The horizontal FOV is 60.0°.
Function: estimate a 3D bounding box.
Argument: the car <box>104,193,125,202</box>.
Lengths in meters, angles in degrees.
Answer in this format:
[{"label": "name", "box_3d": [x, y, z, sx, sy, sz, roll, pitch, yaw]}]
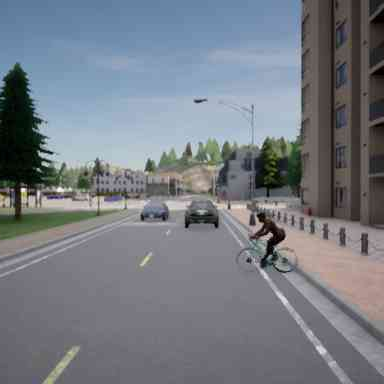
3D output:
[{"label": "car", "box_3d": [-15.667, 1.242, 66.128, 3.633, 1.501, 1.845, 0, 0, 1]}]

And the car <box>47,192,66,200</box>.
[{"label": "car", "box_3d": [-33.676, 1.151, 81.584, 3.633, 1.501, 1.845, 0, 0, 1]}]

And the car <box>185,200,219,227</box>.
[{"label": "car", "box_3d": [0.652, 1.305, 22.313, 2.097, 1.767, 4.553, 0, 0, 2]}]

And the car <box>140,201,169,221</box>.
[{"label": "car", "box_3d": [-2.847, 1.468, 26.337, 1.812, 1.442, 4.674, 0, 0, 2]}]

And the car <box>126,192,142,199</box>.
[{"label": "car", "box_3d": [-15.372, 0.899, 87.616, 3.866, 1.878, 1.905, 0, 0, 1]}]

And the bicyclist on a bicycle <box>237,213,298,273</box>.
[{"label": "bicyclist on a bicycle", "box_3d": [2.025, 1.382, 8.962, 1.656, 1.620, 0.582, 0, 0, 2]}]

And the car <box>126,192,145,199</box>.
[{"label": "car", "box_3d": [-15.037, 0.926, 84.700, 4.605, 1.855, 1.932, 0, 0, 1]}]

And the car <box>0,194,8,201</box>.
[{"label": "car", "box_3d": [-41.661, 1.185, 69.946, 5.027, 1.636, 2.152, 0, 0, 1]}]

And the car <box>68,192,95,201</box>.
[{"label": "car", "box_3d": [-23.006, 1.244, 69.304, 3.806, 1.475, 1.970, 0, 0, 1]}]
